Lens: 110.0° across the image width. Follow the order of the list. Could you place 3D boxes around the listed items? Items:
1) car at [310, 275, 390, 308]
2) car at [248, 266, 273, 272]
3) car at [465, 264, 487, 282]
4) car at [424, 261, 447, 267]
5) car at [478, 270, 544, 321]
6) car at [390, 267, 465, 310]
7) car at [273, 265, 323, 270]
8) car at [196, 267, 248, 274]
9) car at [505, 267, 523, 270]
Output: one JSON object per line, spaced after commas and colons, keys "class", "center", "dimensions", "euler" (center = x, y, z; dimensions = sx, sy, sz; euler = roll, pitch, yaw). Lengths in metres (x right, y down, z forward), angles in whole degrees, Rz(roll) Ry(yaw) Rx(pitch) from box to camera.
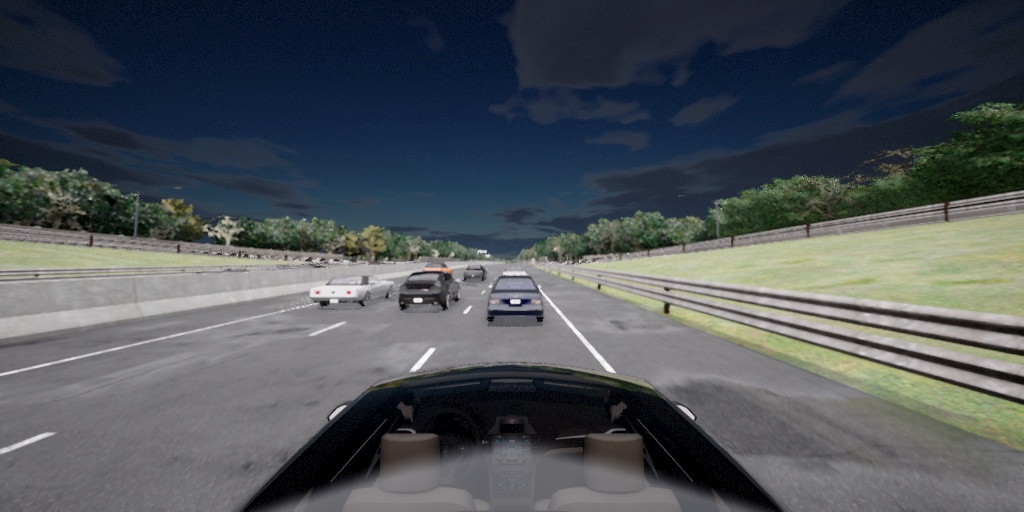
{"class": "car", "center": [-6.878, 1.477, 16.120], "dimensions": [1.895, 1.301, 4.718], "euler": [0, -1, 0]}
{"class": "car", "center": [-21.014, 1.583, 32.260], "dimensions": [1.994, 1.385, 4.181], "euler": [0, -1, 0]}
{"class": "car", "center": [-3.319, 1.519, 33.223], "dimensions": [2.128, 1.511, 4.902], "euler": [0, -1, 0]}
{"class": "car", "center": [-6.820, 1.377, 32.996], "dimensions": [2.097, 1.767, 4.553], "euler": [0, -1, 0]}
{"class": "car", "center": [0.111, 1.395, 12.897], "dimensions": [2.033, 1.411, 5.357], "euler": [0, -1, 0]}
{"class": "car", "center": [-3.381, 1.374, 15.369], "dimensions": [1.837, 1.490, 4.892], "euler": [0, -1, 0]}
{"class": "car", "center": [-17.523, 1.508, 30.431], "dimensions": [1.837, 1.490, 4.892], "euler": [0, 0, 0]}
{"class": "car", "center": [-24.521, 1.608, 30.925], "dimensions": [1.895, 1.301, 4.718], "euler": [0, -1, 0]}
{"class": "car", "center": [0.173, 1.614, 31.574], "dimensions": [1.895, 1.301, 4.718], "euler": [0, -1, 0]}
